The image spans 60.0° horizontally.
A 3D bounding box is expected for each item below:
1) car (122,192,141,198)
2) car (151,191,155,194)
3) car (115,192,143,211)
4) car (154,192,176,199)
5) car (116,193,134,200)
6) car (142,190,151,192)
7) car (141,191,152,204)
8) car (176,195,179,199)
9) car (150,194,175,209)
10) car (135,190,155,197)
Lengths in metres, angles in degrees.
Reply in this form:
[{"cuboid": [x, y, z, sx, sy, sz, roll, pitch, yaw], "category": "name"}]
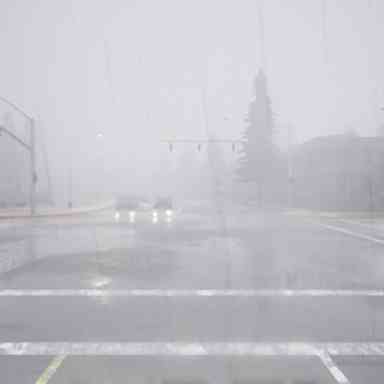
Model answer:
[{"cuboid": [-13.985, 0.613, 76.409, 4.718, 1.301, 1.895, 1, 1, 43], "category": "car"}, {"cuboid": [-7.450, 0.693, 68.532, 1.882, 1.535, 5.008, 0, 1, -35], "category": "car"}, {"cuboid": [-6.678, 1.104, 34.751, 1.837, 1.490, 4.892, 0, 1, -1], "category": "car"}, {"cuboid": [-4.141, 0.900, 50.413, 1.882, 1.535, 5.008, 0, 1, -11], "category": "car"}, {"cuboid": [-12.859, 0.868, 63.964, 1.895, 1.301, 4.718, 0, 1, -31], "category": "car"}, {"cuboid": [-11.061, 0.773, 67.629, 2.033, 1.411, 5.357, 0, 1, -35], "category": "car"}, {"cuboid": [-7.402, 1.003, 48.852, 1.994, 1.385, 4.181, 0, 1, -10], "category": "car"}, {"cuboid": [-4.775, 0.785, 70.826, 1.895, 1.301, 4.718, 0, 1, -35], "category": "car"}, {"cuboid": [-3.185, 1.173, 37.289, 1.895, 1.301, 4.718, 0, 1, -1], "category": "car"}, {"cuboid": [-11.140, 0.307, 78.526, 4.553, 1.767, 2.097, 1, 1, 43], "category": "car"}]
